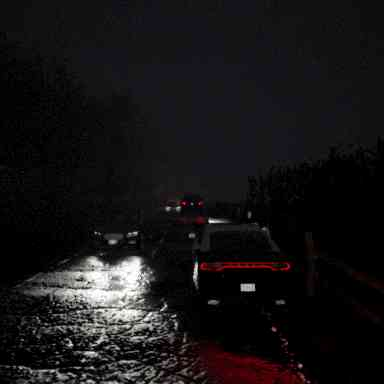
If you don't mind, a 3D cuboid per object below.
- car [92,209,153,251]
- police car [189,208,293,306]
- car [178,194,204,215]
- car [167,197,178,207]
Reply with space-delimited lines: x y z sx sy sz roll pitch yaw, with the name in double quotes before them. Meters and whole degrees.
"car" -2.773 1.488 14.115 2.128 1.511 4.902 0 0 0
"police car" 0.949 1.423 8.251 1.930 1.638 5.238 0 0 0
"car" 0.011 1.216 33.869 2.150 2.045 5.566 0 0 0
"car" -2.829 1.471 51.793 1.882 1.535 5.008 0 0 0
